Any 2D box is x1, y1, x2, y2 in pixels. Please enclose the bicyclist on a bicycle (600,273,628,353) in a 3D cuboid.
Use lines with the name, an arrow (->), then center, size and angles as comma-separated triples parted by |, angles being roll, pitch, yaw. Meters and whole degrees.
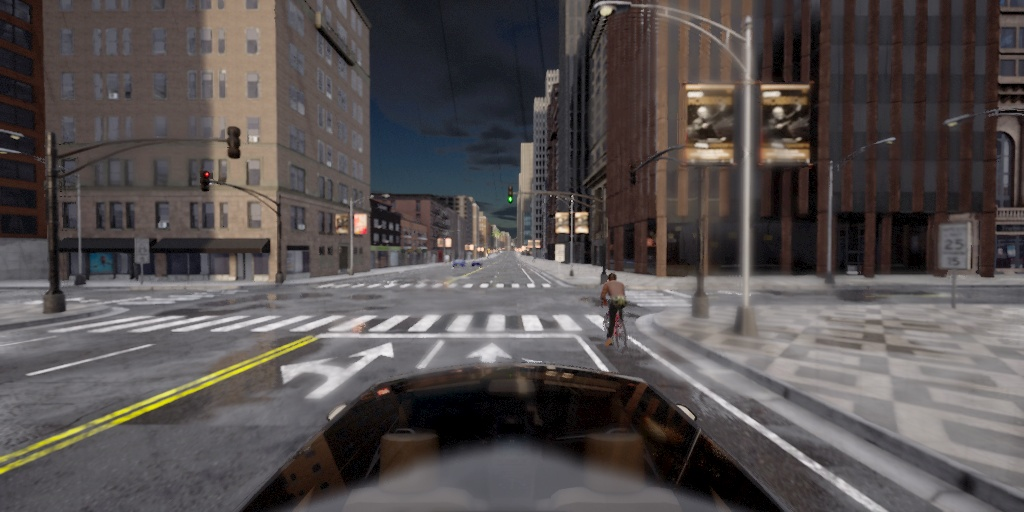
bicyclist on a bicycle -> 2.250, 1.207, 7.904 | 0.582, 1.620, 1.656 | 0, 0, 0
